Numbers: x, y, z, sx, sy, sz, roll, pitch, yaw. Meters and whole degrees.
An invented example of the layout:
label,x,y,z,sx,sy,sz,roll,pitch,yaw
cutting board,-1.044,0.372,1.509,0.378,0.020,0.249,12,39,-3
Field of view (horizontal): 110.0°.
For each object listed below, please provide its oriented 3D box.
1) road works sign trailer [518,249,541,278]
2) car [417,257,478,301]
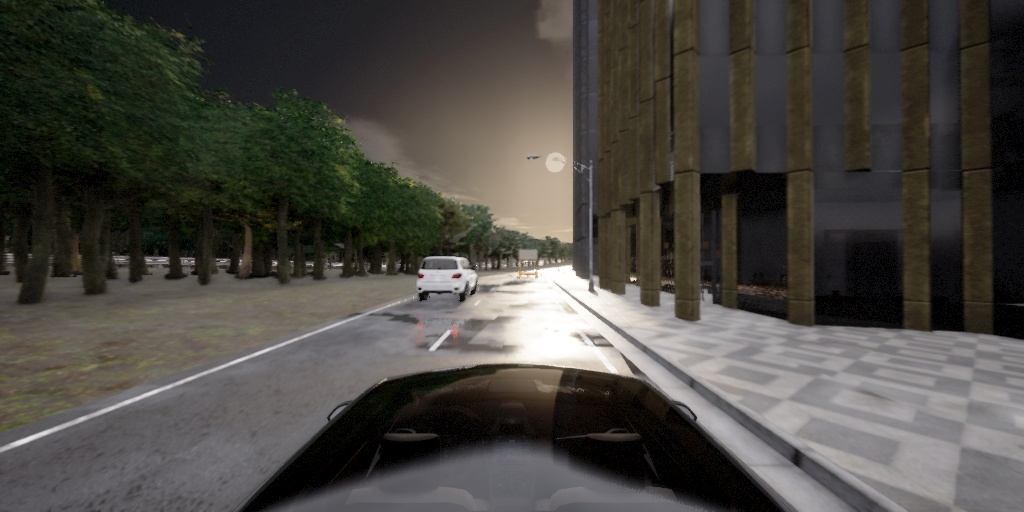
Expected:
label,x,y,z,sx,sy,sz,roll,pitch,yaw
road works sign trailer,1.915,0.837,43.239,2.380,3.560,2.880,0,0,-1
car,-3.086,1.062,18.019,2.150,2.045,5.566,0,-1,2
